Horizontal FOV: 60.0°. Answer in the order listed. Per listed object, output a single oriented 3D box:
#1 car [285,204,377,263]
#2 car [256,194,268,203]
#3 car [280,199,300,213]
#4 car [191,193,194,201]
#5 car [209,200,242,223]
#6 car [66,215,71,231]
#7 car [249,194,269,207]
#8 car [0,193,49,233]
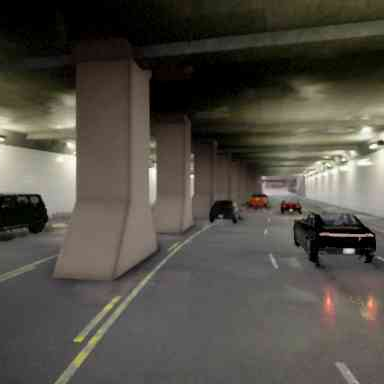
[{"bbox_3d":[4.760,1.413,11.683,2.128,1.511,4.902,0,0,9],"label":"car"},{"bbox_3d":[12.104,1.094,57.257,1.837,1.490,4.892,0,0,14],"label":"car"},{"bbox_3d":[9.764,1.370,33.092,1.895,1.301,4.718,0,0,14],"label":"car"},{"bbox_3d":[1.504,0.773,57.779,2.150,2.045,5.566,0,1,15],"label":"car"},{"bbox_3d":[2.483,1.324,24.156,1.837,1.490,4.892,0,0,14],"label":"car"},{"bbox_3d":[-4.931,1.336,18.140,2.128,1.511,4.902,0,0,12],"label":"car"},{"bbox_3d":[8.954,1.028,44.779,2.097,1.767,4.553,0,0,15],"label":"car"},{"bbox_3d":[-9.029,1.075,15.442,2.150,2.045,5.566,0,0,10],"label":"car"}]
